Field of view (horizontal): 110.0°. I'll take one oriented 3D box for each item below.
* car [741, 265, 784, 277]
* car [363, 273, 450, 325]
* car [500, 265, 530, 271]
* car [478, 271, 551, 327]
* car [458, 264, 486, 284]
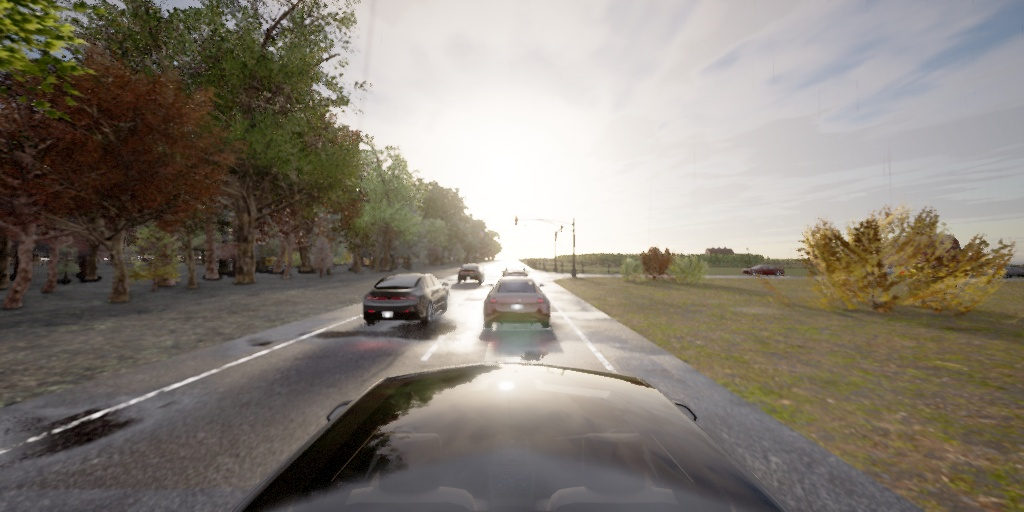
[{"bbox_3d":[32.464,1.889,46.577,5.008,1.535,1.882,1,-1,1],"label":"car"},{"bbox_3d":[-3.352,1.314,12.112,1.837,1.490,4.892,0,0,0],"label":"car"},{"bbox_3d":[0.215,1.369,24.474,2.128,1.511,4.902,0,0,0],"label":"car"},{"bbox_3d":[0.146,1.372,11.831,1.994,1.385,4.181,0,0,0],"label":"car"},{"bbox_3d":[-3.260,1.407,29.320,1.837,1.490,4.892,0,0,0],"label":"car"}]
